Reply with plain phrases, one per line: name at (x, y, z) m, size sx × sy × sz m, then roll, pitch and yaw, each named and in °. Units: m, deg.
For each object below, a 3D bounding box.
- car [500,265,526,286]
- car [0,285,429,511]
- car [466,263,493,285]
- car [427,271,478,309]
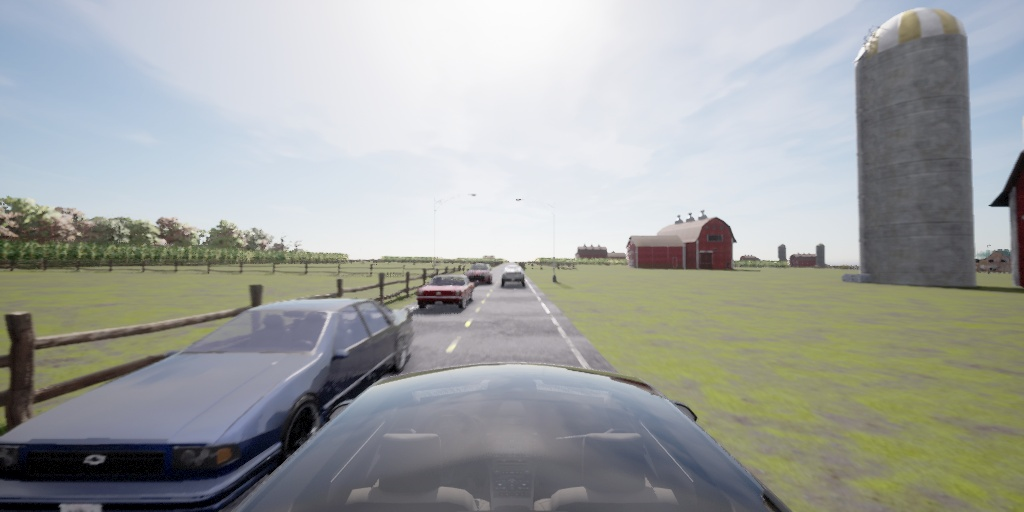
car at (0.095, 1.565, 28.733) m, size 2.128 × 1.511 × 4.902 m, roll 0°, pitch -1°, yaw 0°
car at (-2.849, 1.335, 5.033) m, size 2.033 × 1.411 × 5.357 m, roll 0°, pitch -1°, yaw 0°
car at (-2.729, 1.441, 30.435) m, size 2.097 × 1.767 × 4.553 m, roll 0°, pitch -1°, yaw 0°
car at (-2.827, 1.521, 16.083) m, size 1.895 × 1.301 × 4.718 m, roll 0°, pitch -1°, yaw 0°
